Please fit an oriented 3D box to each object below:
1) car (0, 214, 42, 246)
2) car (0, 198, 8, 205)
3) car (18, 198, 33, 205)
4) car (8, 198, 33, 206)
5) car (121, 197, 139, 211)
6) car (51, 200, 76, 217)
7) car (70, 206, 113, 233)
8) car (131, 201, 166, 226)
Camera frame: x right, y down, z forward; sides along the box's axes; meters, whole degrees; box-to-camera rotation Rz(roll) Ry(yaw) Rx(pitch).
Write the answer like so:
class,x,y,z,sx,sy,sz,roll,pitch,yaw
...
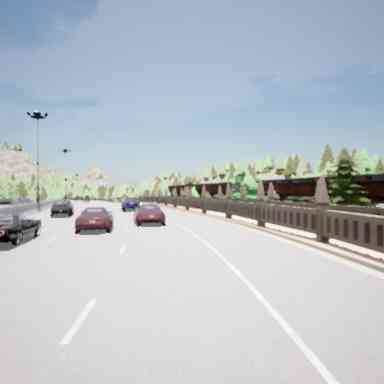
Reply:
class,x,y,z,sx,sy,sz,roll,pitch,yaw
car,-8.374,1.638,15.122,1.895,1.301,4.718,0,0,-9
car,-36.383,1.865,65.523,1.994,1.385,4.181,0,-1,-16
car,-32.788,1.825,65.662,1.994,1.385,4.181,0,-1,-16
car,-24.182,1.689,47.614,2.033,1.411,5.357,0,0,-15
car,-7.548,1.384,40.678,2.097,1.767,4.553,0,0,-15
car,-12.539,1.556,32.465,2.128,1.511,4.902,0,0,-15
car,-5.787,1.586,19.966,1.994,1.385,4.181,0,0,-12
car,-3.087,1.569,23.803,1.994,1.385,4.181,0,0,-13
